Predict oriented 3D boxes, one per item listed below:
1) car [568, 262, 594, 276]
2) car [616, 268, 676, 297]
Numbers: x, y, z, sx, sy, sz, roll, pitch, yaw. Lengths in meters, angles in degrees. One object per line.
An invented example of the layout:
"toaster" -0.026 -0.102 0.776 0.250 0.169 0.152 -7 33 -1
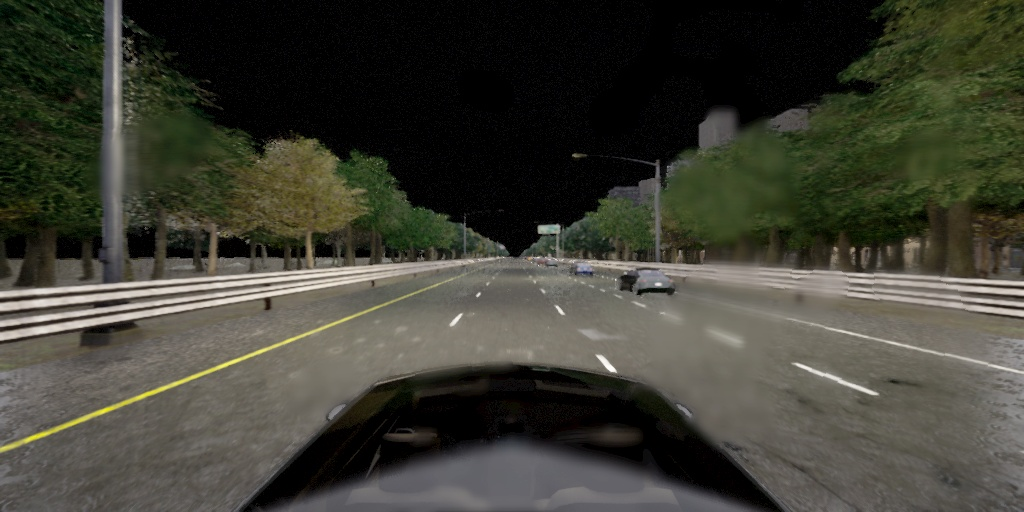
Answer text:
"car" 7.076 1.317 37.171 2.033 1.411 5.357 0 0 0
"car" 7.020 1.319 19.179 1.994 1.385 4.181 0 0 0
